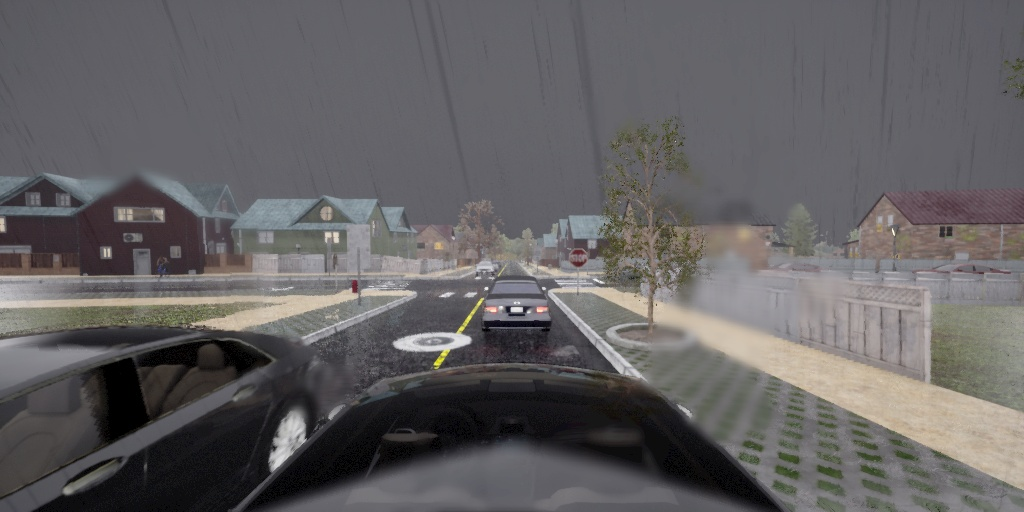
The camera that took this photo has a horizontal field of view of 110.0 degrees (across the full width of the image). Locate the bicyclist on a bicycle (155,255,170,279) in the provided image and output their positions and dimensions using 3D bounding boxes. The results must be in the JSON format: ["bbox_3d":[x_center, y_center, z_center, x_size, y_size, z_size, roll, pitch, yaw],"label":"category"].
[{"bbox_3d":[-24.880,0.759,25.545,0.582,1.620,1.656,0,3,-16],"label":"bicyclist on a bicycle"}]

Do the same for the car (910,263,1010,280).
[{"bbox_3d":[31.228,1.257,25.136,5.008,1.535,1.882,1,3,11],"label":"car"}]

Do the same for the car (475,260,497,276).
[{"bbox_3d":[-2.806,1.287,37.747,1.812,1.442,4.674,0,0,-2],"label":"car"}]

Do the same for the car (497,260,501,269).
[{"bbox_3d":[-2.840,1.384,47.678,1.895,1.301,4.718,0,0,0],"label":"car"}]

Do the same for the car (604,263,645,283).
[{"bbox_3d":[9.209,1.238,27.203,4.181,1.385,1.994,0,3,0],"label":"car"}]

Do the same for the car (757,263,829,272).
[{"bbox_3d":[20.818,1.231,26.598,4.674,1.442,1.812,0,3,6],"label":"car"}]

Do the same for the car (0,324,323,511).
[{"bbox_3d":[-2.850,1.255,1.753,1.837,1.490,4.892,0,0,0],"label":"car"}]

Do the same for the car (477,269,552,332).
[{"bbox_3d":[0.103,1.291,10.820,2.033,1.411,5.357,0,0,0],"label":"car"}]

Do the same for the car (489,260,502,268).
[{"bbox_3d":[-2.819,1.380,63.155,2.033,1.411,5.357,0,0,0],"label":"car"}]
